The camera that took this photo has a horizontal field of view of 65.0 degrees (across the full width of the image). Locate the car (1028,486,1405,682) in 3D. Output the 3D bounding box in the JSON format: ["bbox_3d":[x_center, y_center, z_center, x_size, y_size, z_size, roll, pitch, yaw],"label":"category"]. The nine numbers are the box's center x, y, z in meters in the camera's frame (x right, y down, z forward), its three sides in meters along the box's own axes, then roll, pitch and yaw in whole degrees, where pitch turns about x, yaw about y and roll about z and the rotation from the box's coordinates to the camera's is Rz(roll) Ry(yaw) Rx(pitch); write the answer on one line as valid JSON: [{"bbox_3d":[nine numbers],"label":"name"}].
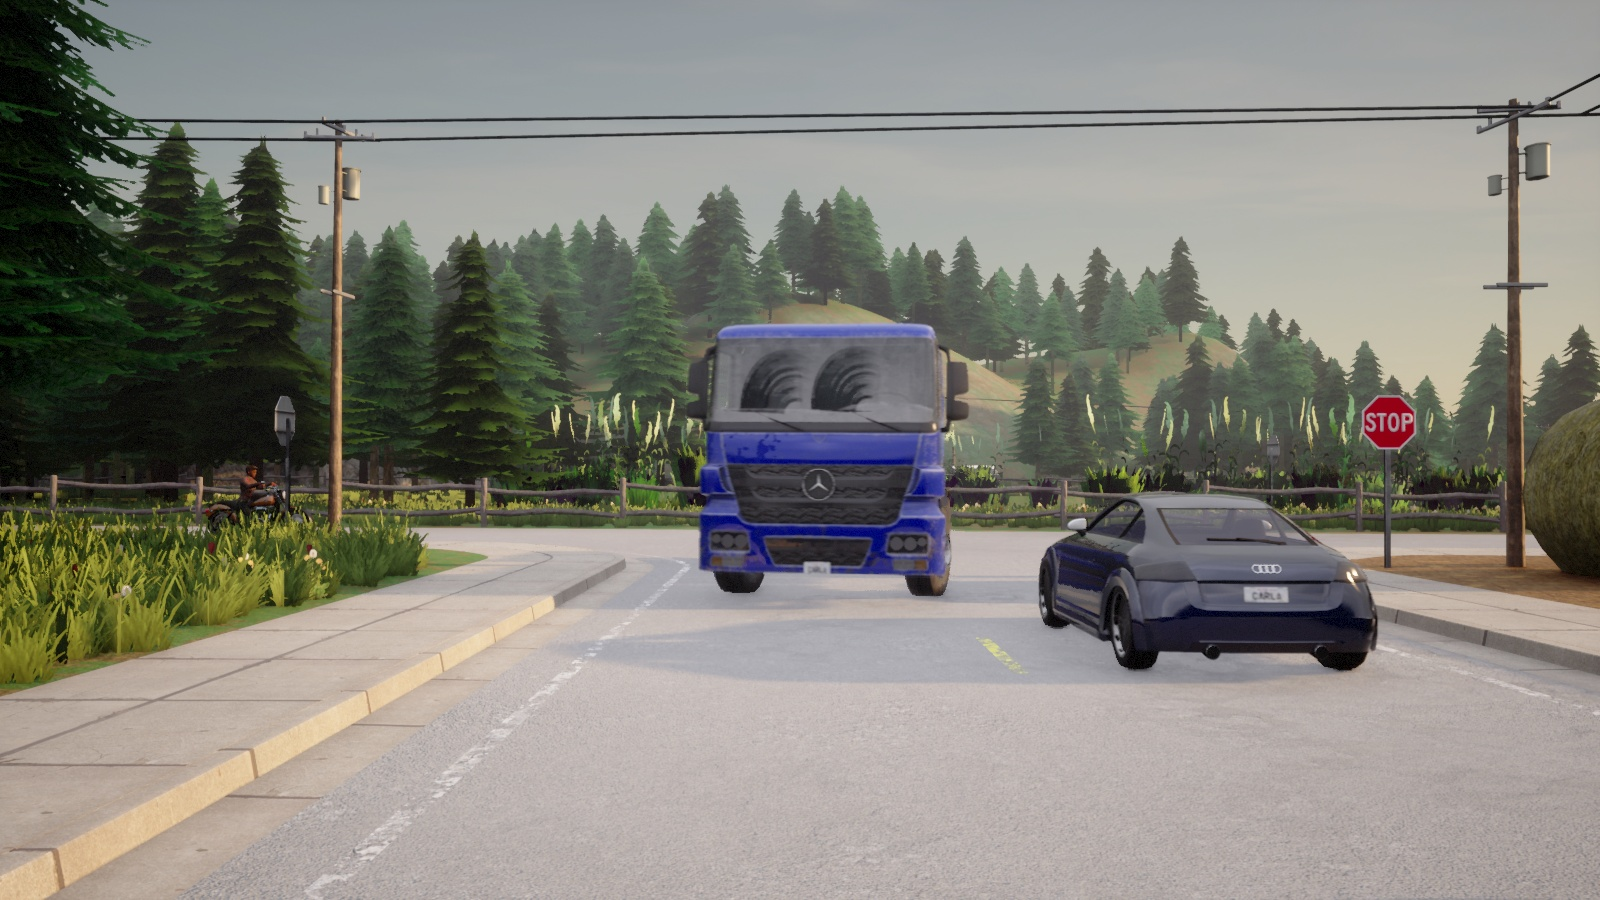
[{"bbox_3d":[3.478,1.057,11.433,1.994,1.385,4.181,0,-1,-1],"label":"car"}]

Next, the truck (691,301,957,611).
[{"bbox_3d":[0.744,0.135,18.159,2.891,3.462,7.936,0,-1,8],"label":"truck"}]

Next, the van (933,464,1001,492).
[{"bbox_3d":[12.106,2.016,91.128,4.480,2.038,2.069,0,-1,-5],"label":"van"}]

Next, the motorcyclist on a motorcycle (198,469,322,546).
[{"bbox_3d":[-11.643,1.231,27.127,2.350,1.649,0.766,0,-1,3],"label":"motorcyclist on a motorcycle"}]
